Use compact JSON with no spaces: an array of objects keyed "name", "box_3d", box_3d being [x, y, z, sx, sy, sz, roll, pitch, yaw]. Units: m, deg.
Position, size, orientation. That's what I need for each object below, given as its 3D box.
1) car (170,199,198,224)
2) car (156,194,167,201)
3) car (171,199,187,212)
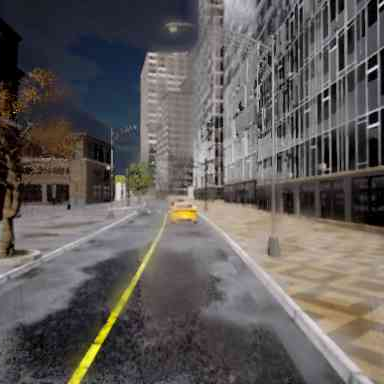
[{"name":"car","box_3d":[-0.616,1.507,25.010,1.882,1.535,5.008,0,0,-3]},{"name":"car","box_3d":[-7.419,1.491,84.954,1.812,1.442,4.674,0,0,-10]},{"name":"car","box_3d":[-1.617,1.567,39.989,1.812,1.442,4.674,0,0,-5]}]
